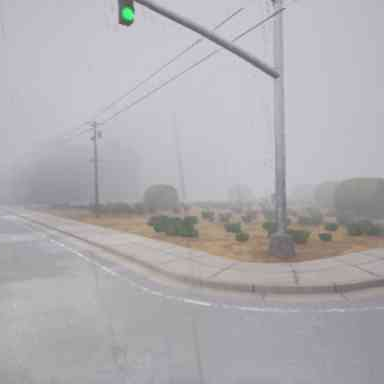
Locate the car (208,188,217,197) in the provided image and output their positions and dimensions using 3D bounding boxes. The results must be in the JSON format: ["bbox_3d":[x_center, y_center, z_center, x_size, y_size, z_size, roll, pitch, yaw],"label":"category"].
[{"bbox_3d":[4.882,0.177,78.631,1.905,1.878,3.866,5,4,11],"label":"car"}]
